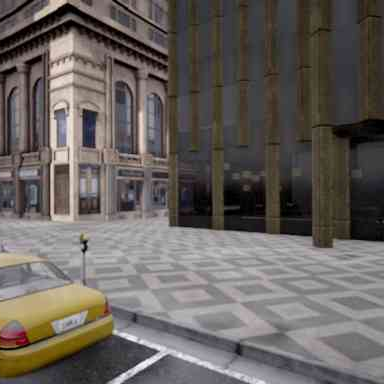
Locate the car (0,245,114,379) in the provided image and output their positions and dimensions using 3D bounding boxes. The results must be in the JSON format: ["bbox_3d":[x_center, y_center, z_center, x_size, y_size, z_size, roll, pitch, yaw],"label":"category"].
[{"bbox_3d":[-3.352,1.544,5.349,4.829,1.417,1.752,0,0,35],"label":"car"}]
